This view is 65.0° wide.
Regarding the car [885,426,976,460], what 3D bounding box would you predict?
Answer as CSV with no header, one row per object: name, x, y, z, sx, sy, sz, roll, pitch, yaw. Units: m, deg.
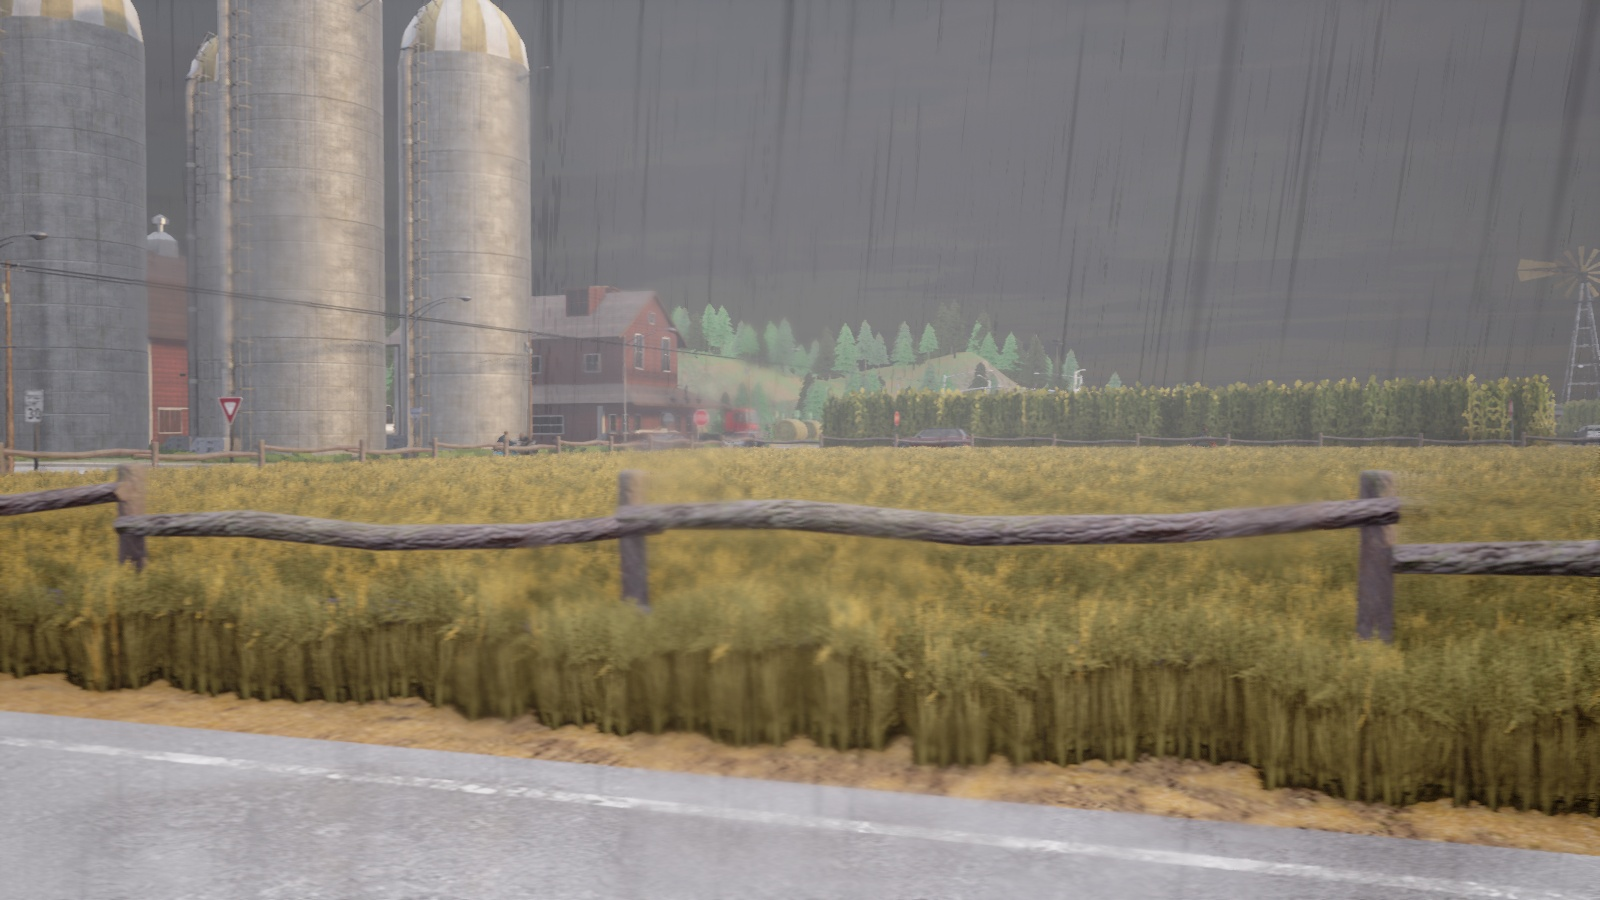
car,7.203,-0.397,69.164,4.553,1.767,2.097,1,1,22

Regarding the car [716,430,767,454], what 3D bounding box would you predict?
car,-3.793,-0.543,82.276,1.970,1.475,3.806,1,1,22

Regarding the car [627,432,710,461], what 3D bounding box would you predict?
car,-6.790,-0.202,65.399,2.033,1.411,5.357,1,1,22
